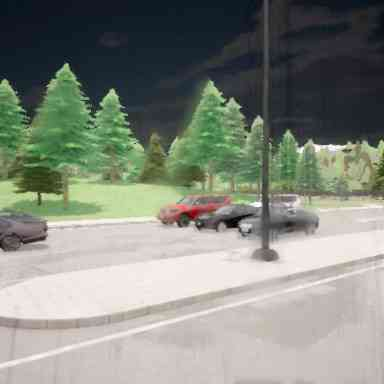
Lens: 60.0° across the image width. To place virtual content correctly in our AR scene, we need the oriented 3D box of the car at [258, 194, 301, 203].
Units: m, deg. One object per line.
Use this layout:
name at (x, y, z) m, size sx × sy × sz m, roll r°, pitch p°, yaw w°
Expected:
car at (6.587, 1.194, 26.984) m, size 5.566 × 2.045 × 2.150 m, roll 0°, pitch 0°, yaw -35°

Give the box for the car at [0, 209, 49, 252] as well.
car at (-8.257, 1.529, 12.220) m, size 5.357 × 1.411 × 2.033 m, roll 0°, pitch 0°, yaw -36°

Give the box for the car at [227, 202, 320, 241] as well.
car at (4.452, 1.488, 16.836) m, size 4.902 × 1.511 × 2.128 m, roll 0°, pitch 0°, yaw -35°

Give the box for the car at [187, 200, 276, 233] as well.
car at (2.427, 1.462, 19.691) m, size 5.008 × 1.535 × 1.882 m, roll 0°, pitch 0°, yaw -35°

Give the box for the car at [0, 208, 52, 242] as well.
car at (-9.127, 1.541, 15.886) m, size 4.181 × 1.385 × 1.994 m, roll 0°, pitch 0°, yaw -35°

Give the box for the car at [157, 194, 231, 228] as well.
car at (0.377, 1.193, 22.528) m, size 5.566 × 2.045 × 2.150 m, roll 0°, pitch 0°, yaw -35°
